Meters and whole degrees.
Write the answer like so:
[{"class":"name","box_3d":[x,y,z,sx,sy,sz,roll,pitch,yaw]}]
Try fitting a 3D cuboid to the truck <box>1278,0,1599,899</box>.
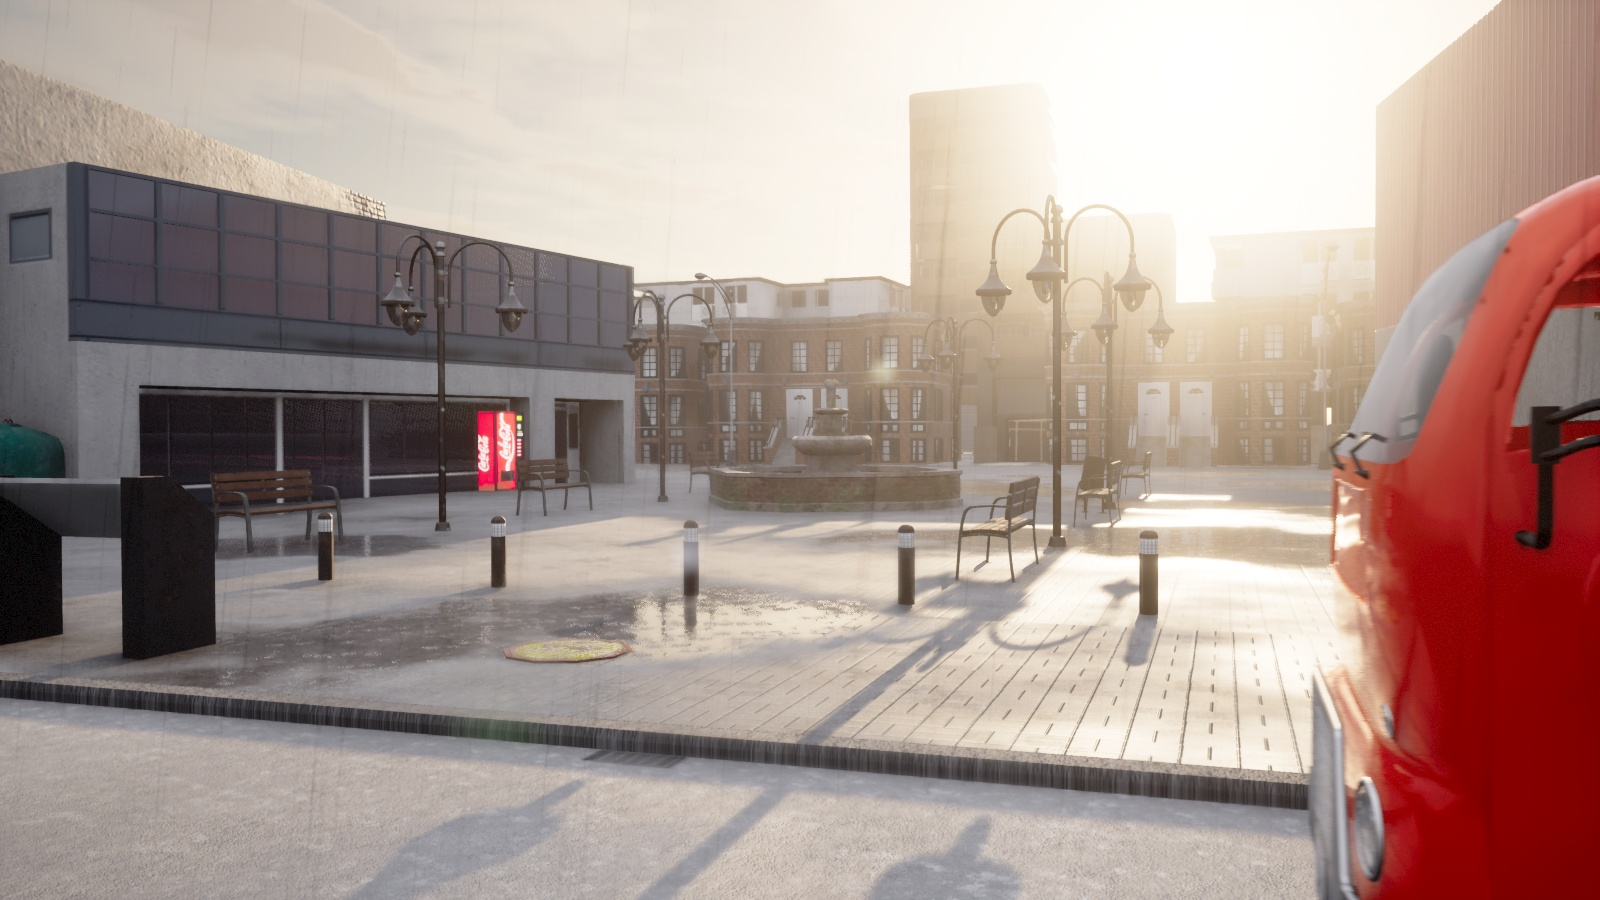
[{"class":"truck","box_3d":[3.778,0.315,2.443,5.204,2.467,2.627,1,1,19]}]
